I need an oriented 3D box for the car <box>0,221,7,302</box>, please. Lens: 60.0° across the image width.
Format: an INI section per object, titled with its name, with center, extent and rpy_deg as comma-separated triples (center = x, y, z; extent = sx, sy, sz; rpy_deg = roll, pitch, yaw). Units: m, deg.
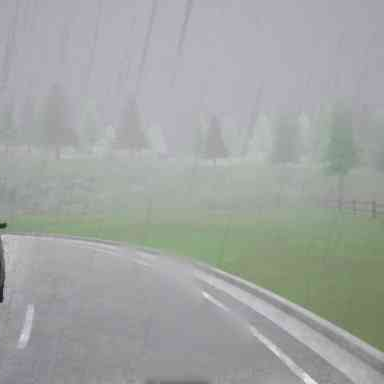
[car]
center = -5.744, 1.346, 7.898
extent = 2.150, 2.045, 5.566
rpy_deg = 0, -1, -31
